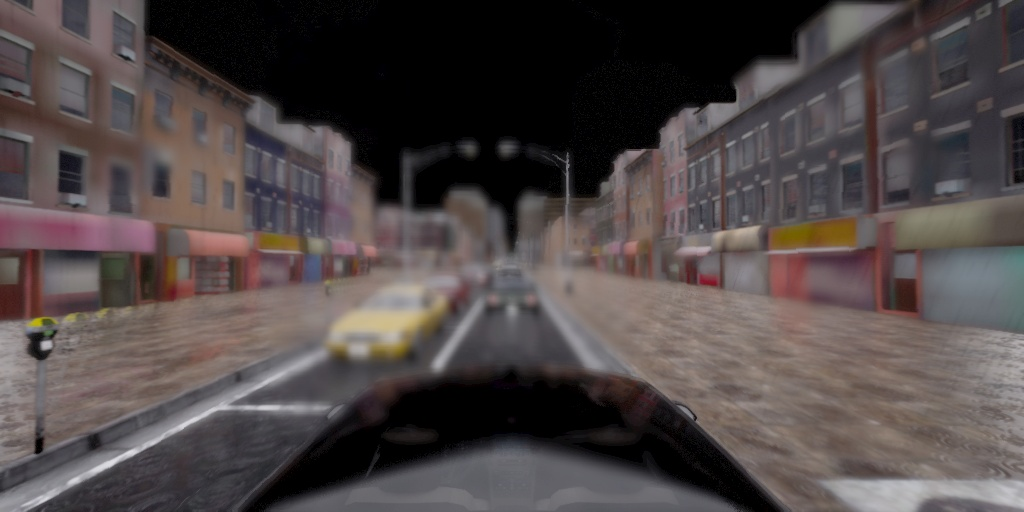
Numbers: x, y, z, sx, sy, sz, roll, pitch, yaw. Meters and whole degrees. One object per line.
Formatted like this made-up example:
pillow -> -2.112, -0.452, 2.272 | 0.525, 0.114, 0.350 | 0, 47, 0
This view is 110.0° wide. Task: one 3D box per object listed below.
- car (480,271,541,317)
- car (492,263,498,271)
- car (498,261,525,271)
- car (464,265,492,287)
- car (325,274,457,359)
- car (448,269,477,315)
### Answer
car -> 0.034, 1.435, 13.684 | 1.895, 1.301, 4.718 | 0, 0, 0
car -> -2.653, 1.572, 35.649 | 1.948, 1.339, 4.313 | 0, 0, 0
car -> 0.044, 1.442, 30.558 | 1.882, 1.535, 5.008 | 0, 0, 1
car -> -2.648, 1.359, 24.889 | 1.967, 1.591, 4.097 | 0, 0, 0
car -> -2.641, 1.324, 8.580 | 1.751, 1.417, 4.829 | 0, 0, 0
car -> -2.643, 1.383, 14.129 | 1.888, 1.381, 4.507 | 0, 0, 0
